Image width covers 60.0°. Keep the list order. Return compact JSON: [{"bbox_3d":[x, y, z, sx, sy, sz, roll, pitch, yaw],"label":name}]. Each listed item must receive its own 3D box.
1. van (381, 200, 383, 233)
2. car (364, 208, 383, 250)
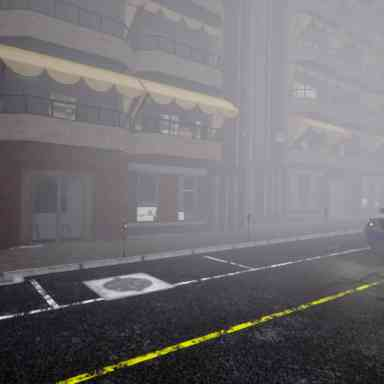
[{"bbox_3d":[12.475,1.359,18.679,3.998,1.788,1.690,0,1,-35],"label":"van"},{"bbox_3d":[9.191,1.232,13.339,5.566,2.045,2.150,0,0,-36],"label":"car"}]
